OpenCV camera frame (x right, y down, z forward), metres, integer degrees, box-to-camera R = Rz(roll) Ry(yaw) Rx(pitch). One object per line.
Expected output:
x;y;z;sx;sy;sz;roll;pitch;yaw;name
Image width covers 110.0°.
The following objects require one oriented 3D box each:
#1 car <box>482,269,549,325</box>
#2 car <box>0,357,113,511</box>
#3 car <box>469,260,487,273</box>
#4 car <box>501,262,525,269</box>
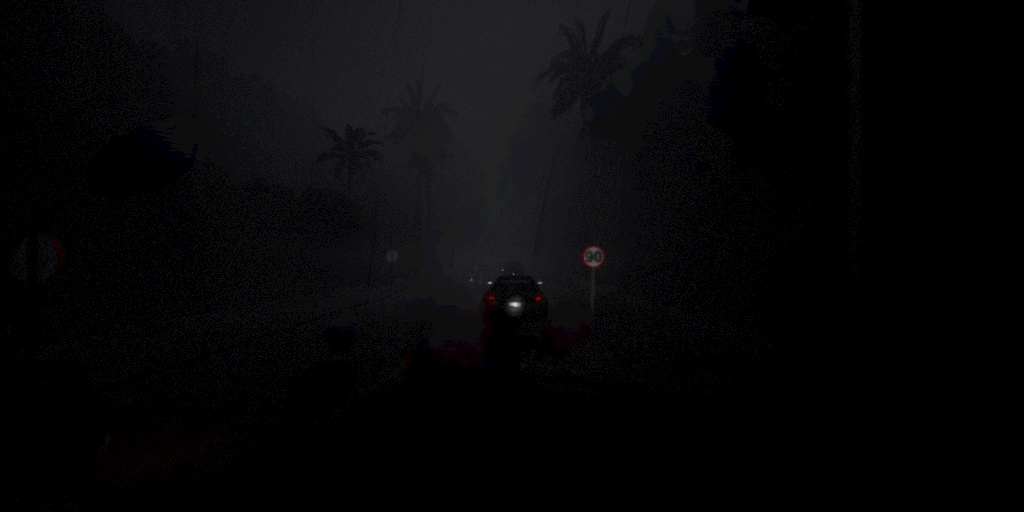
0.104;1.312;11.868;1.994;1.385;4.181;0;0;0;car
-4.101;1.242;0.717;2.128;1.511;4.902;0;0;0;car
-4.075;1.234;43.909;2.128;1.511;4.902;0;0;0;car
0.108;1.249;32.263;1.837;1.490;4.892;0;0;0;car
